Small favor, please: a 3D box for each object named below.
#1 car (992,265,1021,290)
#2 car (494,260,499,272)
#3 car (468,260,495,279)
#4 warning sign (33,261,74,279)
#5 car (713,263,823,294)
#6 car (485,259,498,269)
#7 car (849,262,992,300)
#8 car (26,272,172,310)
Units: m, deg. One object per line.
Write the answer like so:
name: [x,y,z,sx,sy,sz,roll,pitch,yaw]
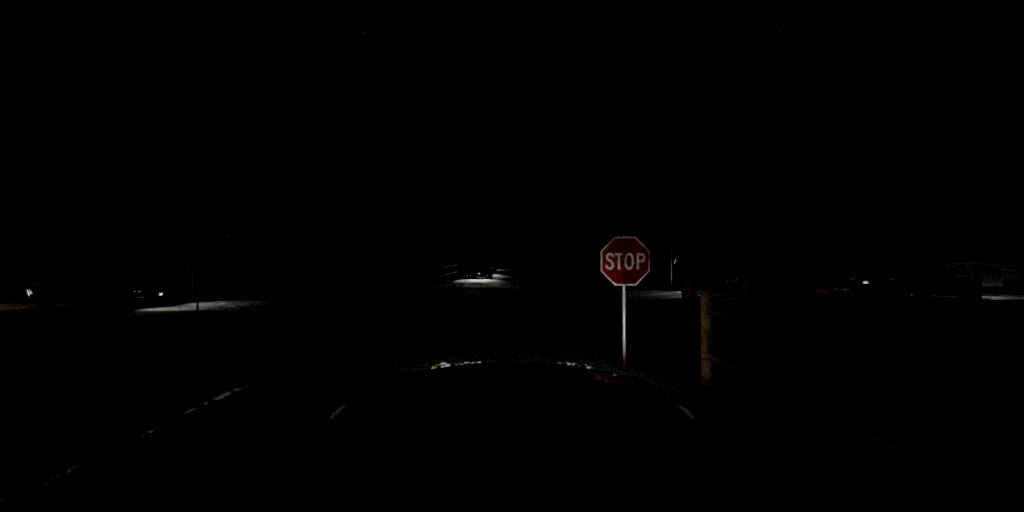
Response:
car: [23.248,1.065,18.573,4.674,1.442,1.812,-1,-1,0]
car: [-2.889,1.392,43.520,1.895,1.301,4.718,0,0,0]
car: [-2.835,1.341,32.608,1.994,1.385,4.181,0,0,0]
warning sign: [-25.772,1.234,20.453,1.060,1.860,1.300,0,0,-1]
car: [13.051,1.119,18.480,5.008,1.535,1.882,-1,-1,-1]
car: [-3.225,1.318,57.161,1.837,1.490,4.892,0,0,-2]
car: [17.298,1.097,15.543,4.181,1.385,1.994,-1,-1,-1]
car: [-17.372,1.410,15.243,4.892,1.490,1.837,-1,-1,-1]
